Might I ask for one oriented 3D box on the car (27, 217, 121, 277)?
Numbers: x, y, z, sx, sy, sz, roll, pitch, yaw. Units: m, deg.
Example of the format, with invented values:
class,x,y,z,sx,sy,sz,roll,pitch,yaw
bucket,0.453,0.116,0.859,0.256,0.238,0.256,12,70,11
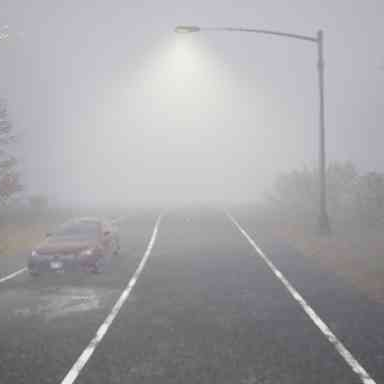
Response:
class,x,y,z,sx,sy,sz,roll,pitch,yaw
car,-3.498,1.580,10.697,1.812,1.442,4.674,-1,0,-2
